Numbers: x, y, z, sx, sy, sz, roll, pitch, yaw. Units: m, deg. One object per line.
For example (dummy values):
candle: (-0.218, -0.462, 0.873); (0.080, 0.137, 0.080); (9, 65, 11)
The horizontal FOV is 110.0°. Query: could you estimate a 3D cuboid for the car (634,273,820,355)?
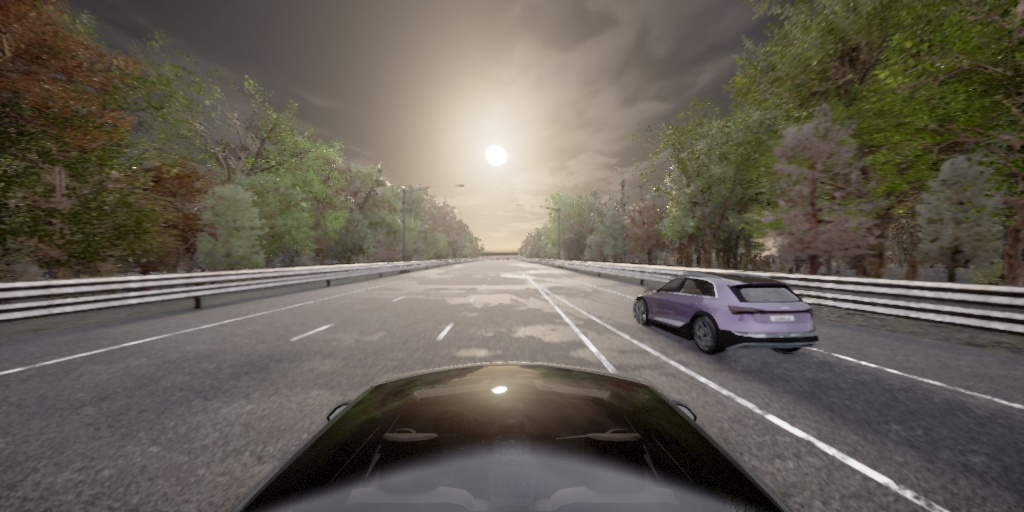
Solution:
car: (4.704, 1.202, 8.721); (2.033, 1.649, 4.856); (0, 0, -4)
